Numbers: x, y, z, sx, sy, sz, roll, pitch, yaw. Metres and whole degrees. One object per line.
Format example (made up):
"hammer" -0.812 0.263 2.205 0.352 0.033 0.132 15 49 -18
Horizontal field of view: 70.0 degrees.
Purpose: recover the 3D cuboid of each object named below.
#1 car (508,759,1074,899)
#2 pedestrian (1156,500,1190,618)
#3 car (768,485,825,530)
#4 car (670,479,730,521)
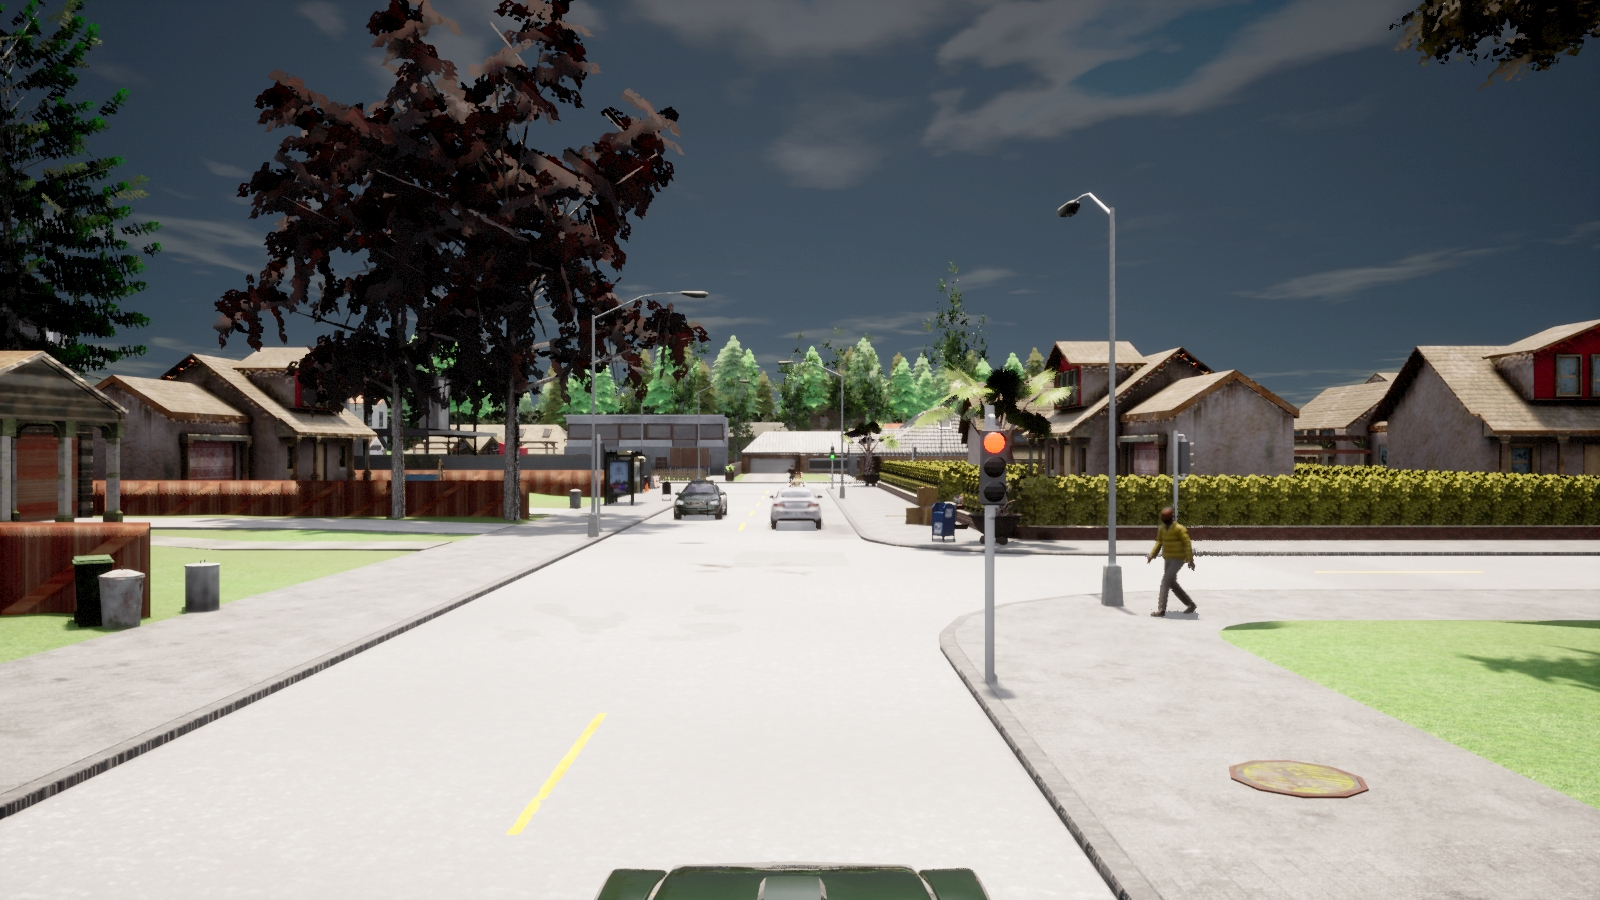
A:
"car" -0.028 2.155 3.193 1.895 1.301 4.718 0 0 0
"pedestrian" 6.019 1.743 18.444 0.375 1.860 0.375 0 0 -21
"car" -0.143 2.081 42.327 2.002 1.442 4.674 0 0 0
"car" -4.107 2.038 47.608 2.038 1.542 4.974 0 0 0
